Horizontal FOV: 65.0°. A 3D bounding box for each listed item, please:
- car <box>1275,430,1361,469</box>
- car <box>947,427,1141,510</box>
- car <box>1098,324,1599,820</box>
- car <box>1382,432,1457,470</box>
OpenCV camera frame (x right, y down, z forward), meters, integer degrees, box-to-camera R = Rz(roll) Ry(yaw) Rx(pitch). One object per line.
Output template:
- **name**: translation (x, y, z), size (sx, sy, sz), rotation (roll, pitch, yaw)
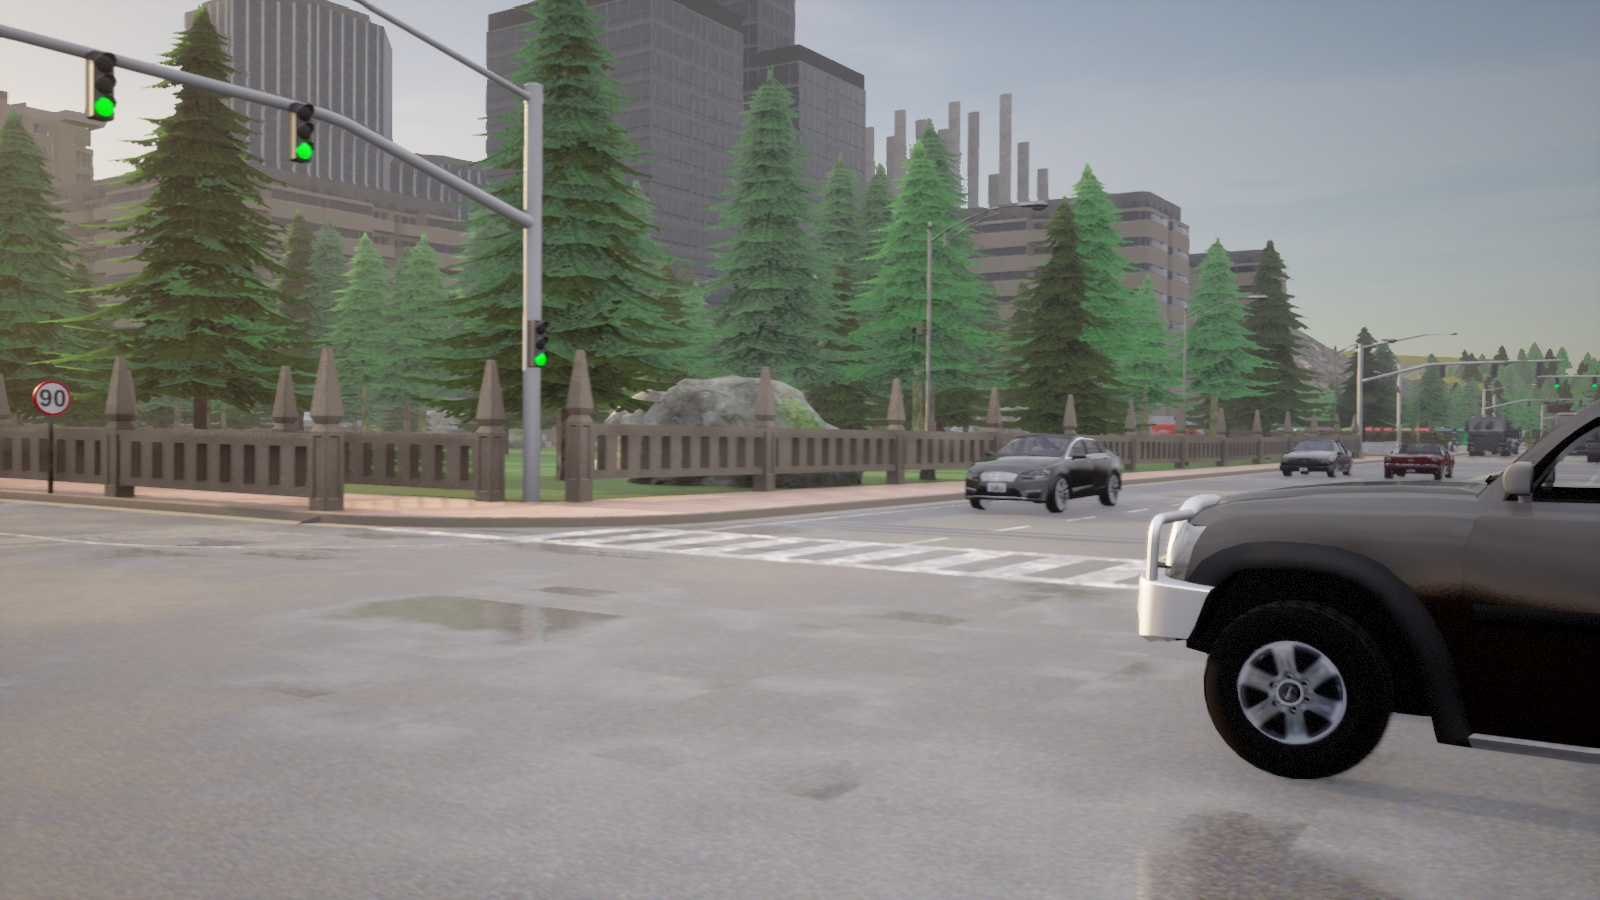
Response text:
- **car**: translation (19.771, -0.053, 47.804), size (2.033, 1.411, 5.357), rotation (0, 1, 33)
- **car**: translation (5.053, 0.295, 25.420), size (2.128, 1.511, 4.902), rotation (0, 1, 33)
- **car**: translation (3.821, 0.441, 5.283), size (4.605, 1.855, 1.932), rotation (0, 1, 34)
- **car**: translation (22.647, 0.001, 45.807), size (1.895, 1.301, 4.718), rotation (0, 1, 33)
